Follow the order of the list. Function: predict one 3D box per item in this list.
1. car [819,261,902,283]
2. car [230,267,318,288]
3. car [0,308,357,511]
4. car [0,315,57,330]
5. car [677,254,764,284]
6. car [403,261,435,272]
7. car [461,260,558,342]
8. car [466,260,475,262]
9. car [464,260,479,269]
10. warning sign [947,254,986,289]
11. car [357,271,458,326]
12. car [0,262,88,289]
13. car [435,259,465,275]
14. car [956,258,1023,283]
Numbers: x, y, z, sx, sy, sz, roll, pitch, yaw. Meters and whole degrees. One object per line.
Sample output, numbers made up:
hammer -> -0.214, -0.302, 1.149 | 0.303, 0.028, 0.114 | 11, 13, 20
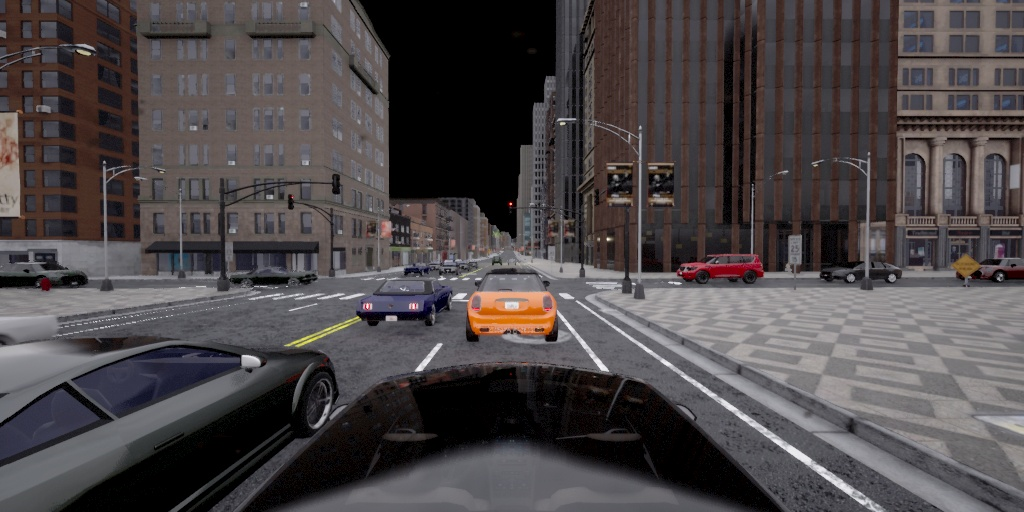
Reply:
car -> 24.889, 1.119, 25.673 | 4.892, 1.490, 1.837 | 0, 1, 0
car -> -15.667, 1.397, 23.857 | 4.718, 1.301, 1.895 | -1, 1, -4
car -> -3.158, 1.314, 2.790 | 1.994, 1.385, 4.181 | 0, 0, 1
car -> -9.788, 1.350, 4.698 | 1.895, 1.301, 4.718 | 0, 0, 1
car -> 14.833, 0.876, 25.633 | 5.566, 2.045, 2.150 | 0, 1, 0
car -> -9.861, 1.367, 37.638 | 1.895, 1.301, 4.718 | 0, 0, 0
car -> 0.008, 1.101, 9.959 | 2.097, 1.767, 4.553 | 0, 0, 0
car -> -6.612, 1.338, 48.804 | 1.994, 1.385, 4.181 | 0, 0, 0
car -> -6.597, 1.343, 58.824 | 1.994, 1.385, 4.181 | 0, 0, 0
warning sign -> 25.173, 0.827, 19.871 | 1.060, 1.860, 1.300 | 0, 0, 0
car -> -3.152, 1.350, 11.610 | 1.895, 1.301, 4.718 | 0, 0, 0
car -> -31.095, 1.224, 23.654 | 4.553, 1.767, 2.097 | 0, 1, 0
car -> -6.610, 1.331, 38.846 | 1.994, 1.385, 4.181 | 0, 0, 0
car -> 35.007, 0.926, 25.705 | 4.553, 1.767, 2.097 | 0, 1, 0
